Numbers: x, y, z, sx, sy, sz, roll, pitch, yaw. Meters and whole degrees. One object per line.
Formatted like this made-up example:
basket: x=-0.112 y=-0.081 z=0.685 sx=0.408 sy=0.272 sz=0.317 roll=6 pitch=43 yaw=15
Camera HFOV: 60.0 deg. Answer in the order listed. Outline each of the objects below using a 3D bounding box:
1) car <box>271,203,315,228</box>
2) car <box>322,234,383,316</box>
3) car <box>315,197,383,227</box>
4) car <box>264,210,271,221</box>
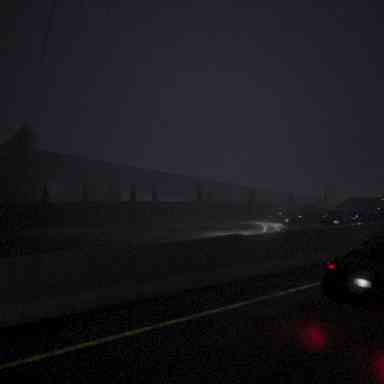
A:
car: x=8.039 y=1.578 z=22.622 sx=4.902 sy=1.511 sz=2.128 roll=1 pitch=-1 yaw=-35
car: x=4.658 y=1.592 z=7.069 sx=4.181 sy=1.385 sz=1.994 roll=0 pitch=0 yaw=-36
car: x=10.111 y=1.305 z=19.802 sx=5.566 sy=2.045 sz=2.150 roll=0 pitch=0 yaw=-36
car: x=7.848 y=1.653 z=26.783 sx=4.674 sy=1.442 sz=1.812 roll=2 pitch=-1 yaw=-35
